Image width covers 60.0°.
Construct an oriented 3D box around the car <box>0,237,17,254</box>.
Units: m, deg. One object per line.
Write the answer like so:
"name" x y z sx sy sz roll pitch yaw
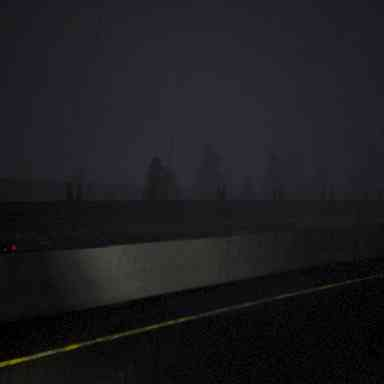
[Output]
"car" -6.427 1.531 7.813 4.181 1.385 1.994 0 0 -35
